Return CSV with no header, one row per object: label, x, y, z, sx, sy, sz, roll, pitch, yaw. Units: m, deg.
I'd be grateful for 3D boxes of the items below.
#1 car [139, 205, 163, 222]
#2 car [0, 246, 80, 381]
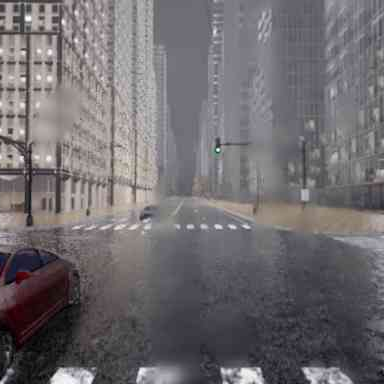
car,-3.715,1.931,31.119,2.033,1.411,5.357,0,-1,-1
car,-3.274,1.583,5.168,1.994,1.385,4.181,0,0,0
